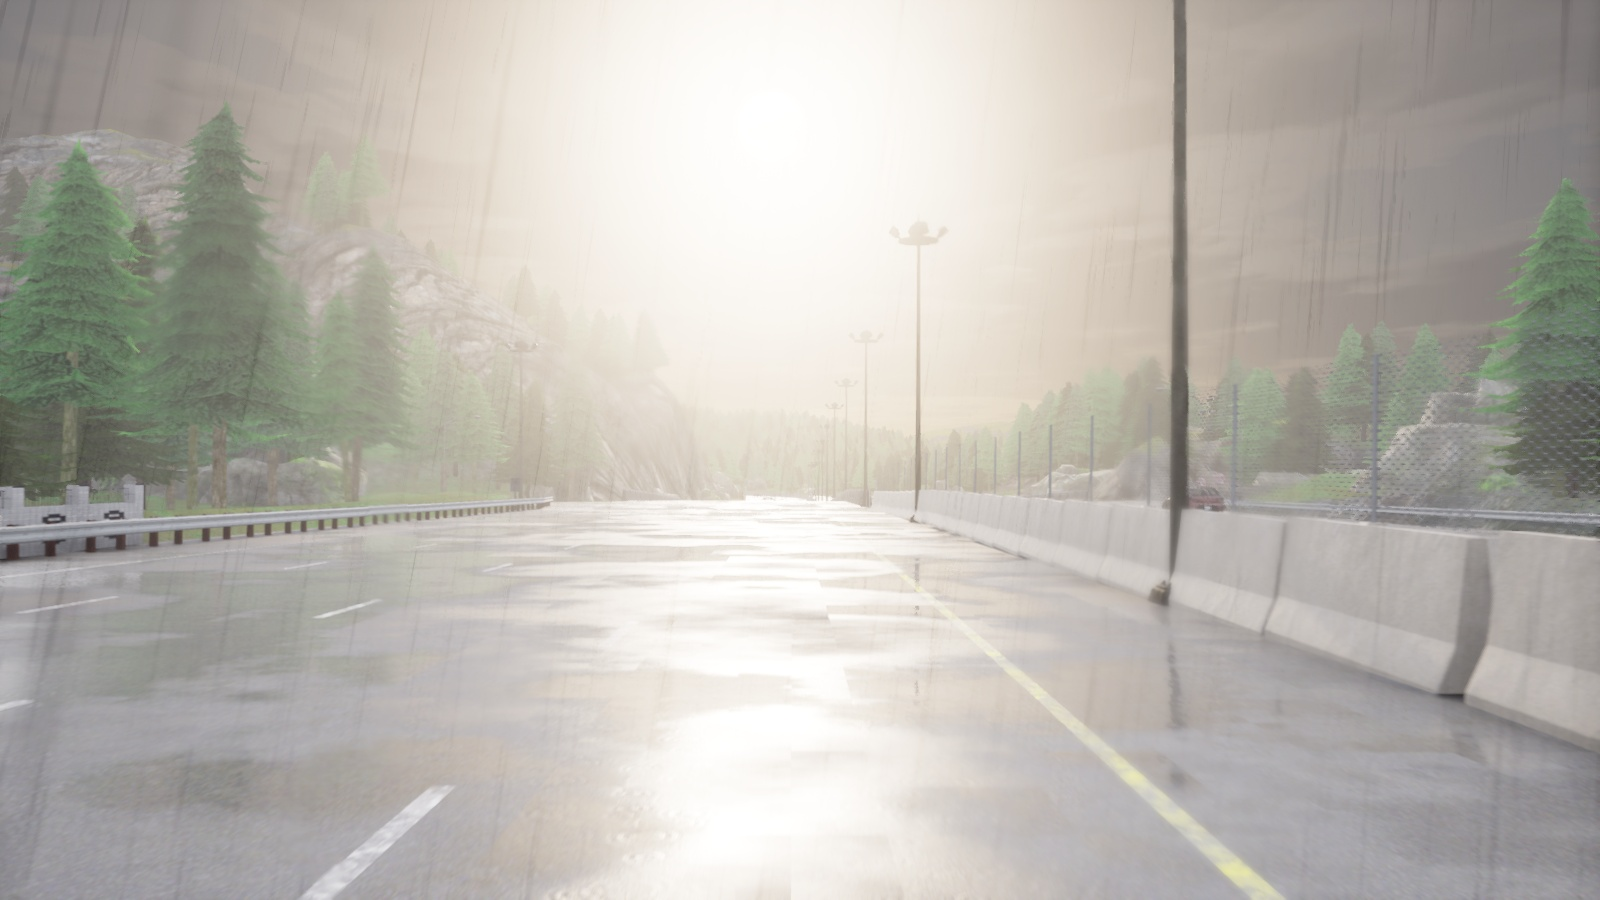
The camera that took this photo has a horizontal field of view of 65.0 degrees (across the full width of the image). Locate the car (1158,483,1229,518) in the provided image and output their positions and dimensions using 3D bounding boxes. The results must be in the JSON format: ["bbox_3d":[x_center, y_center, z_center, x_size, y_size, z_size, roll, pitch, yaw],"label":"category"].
[{"bbox_3d":[17.359,2.198,55.580,1.816,1.474,4.193,0,-2,0],"label":"car"}]
